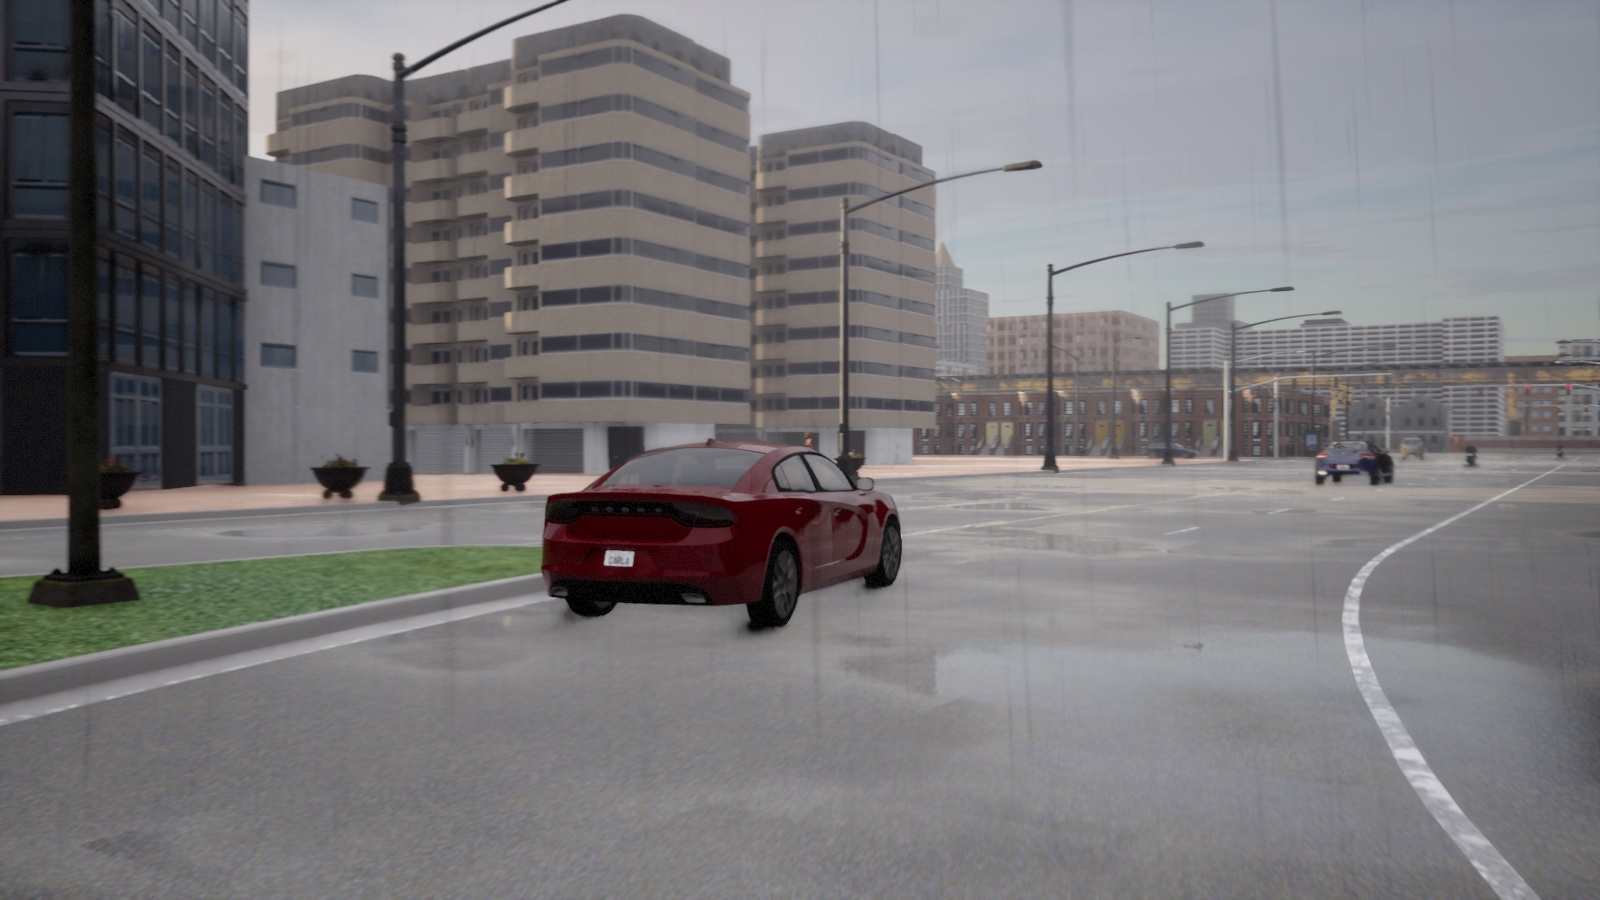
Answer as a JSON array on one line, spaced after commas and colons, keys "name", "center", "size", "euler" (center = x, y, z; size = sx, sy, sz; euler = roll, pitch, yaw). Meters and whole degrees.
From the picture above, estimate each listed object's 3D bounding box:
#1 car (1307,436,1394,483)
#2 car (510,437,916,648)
[{"name": "car", "center": [20.265, 0.314, 46.097], "size": [2.152, 1.651, 5.027], "euler": [0, 0, 33]}, {"name": "car", "center": [-0.497, 0.656, 11.796], "size": [1.882, 1.535, 5.008], "euler": [0, 0, 21]}]
